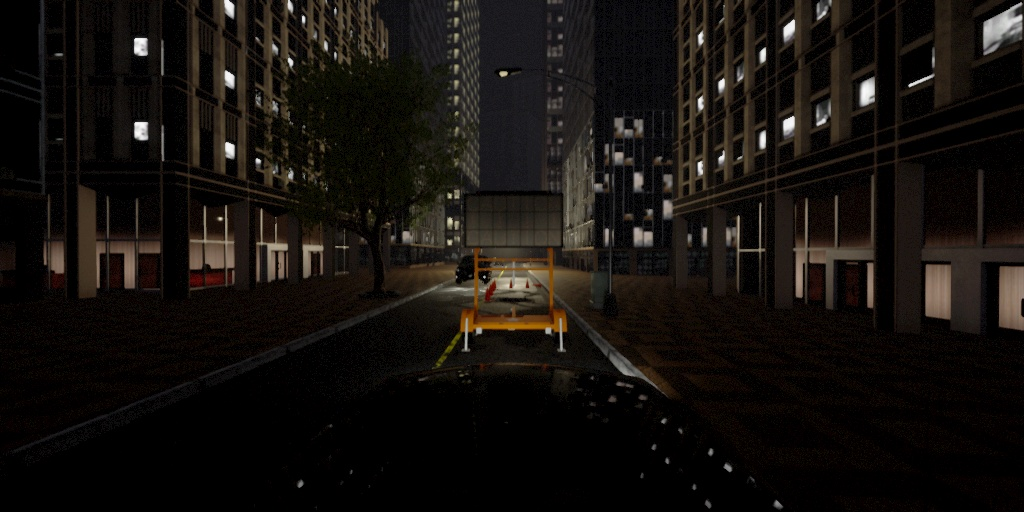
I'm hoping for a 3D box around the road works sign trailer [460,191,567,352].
[{"bbox_3d":[0.043,0.205,8.894,2.380,3.560,2.880,0,0,0],"label":"road works sign trailer"}]

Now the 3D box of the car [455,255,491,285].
[{"bbox_3d":[-2.717,0.951,26.241,2.150,2.045,5.566,0,0,0],"label":"car"}]
